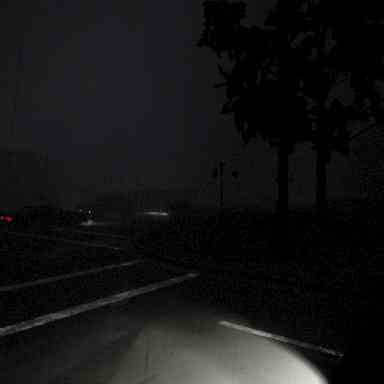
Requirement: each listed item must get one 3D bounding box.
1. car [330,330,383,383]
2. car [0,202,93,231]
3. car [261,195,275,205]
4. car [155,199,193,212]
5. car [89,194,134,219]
[{"bbox_3d":[2.951,1.564,1.868,4.181,1.385,1.994,0,0,36],"label":"car"},{"bbox_3d":[-9.288,1.548,20.935,2.033,1.411,5.357,0,0,36],"label":"car"},{"bbox_3d":[13.891,1.347,60.734,2.097,1.767,4.553,0,0,7],"label":"car"},{"bbox_3d":[-1.928,1.547,38.569,2.033,1.411,5.357,0,0,34],"label":"car"},{"bbox_3d":[-7.729,1.222,30.005,2.150,2.045,5.566,0,0,35],"label":"car"}]
